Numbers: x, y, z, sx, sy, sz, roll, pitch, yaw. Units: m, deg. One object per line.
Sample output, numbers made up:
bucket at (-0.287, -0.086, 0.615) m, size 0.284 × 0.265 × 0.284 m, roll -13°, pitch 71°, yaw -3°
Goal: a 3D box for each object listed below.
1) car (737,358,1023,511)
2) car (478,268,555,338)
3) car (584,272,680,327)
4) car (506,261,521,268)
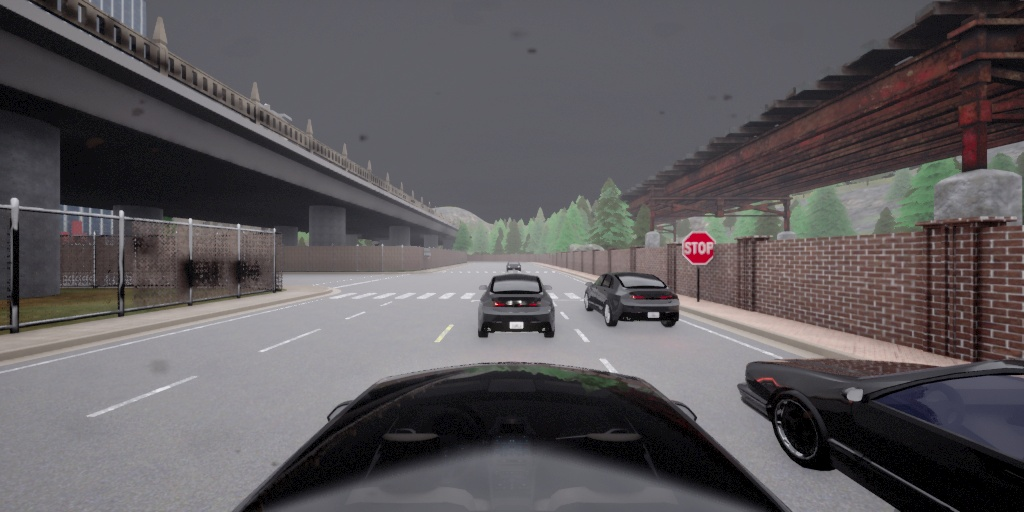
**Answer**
car at (3.600, 1.297, 1.788) m, size 2.033 × 1.411 × 5.357 m, roll 0°, pitch 0°, yaw 0°
car at (0.104, 1.255, 10.177) m, size 1.837 × 1.490 × 4.892 m, roll 0°, pitch 0°, yaw 0°
car at (3.606, 1.255, 11.534) m, size 1.837 × 1.490 × 4.892 m, roll 0°, pitch 0°, yaw 0°
car at (0.213, 1.351, 46.372) m, size 1.895 × 1.301 × 4.718 m, roll 0°, pitch 0°, yaw -1°
